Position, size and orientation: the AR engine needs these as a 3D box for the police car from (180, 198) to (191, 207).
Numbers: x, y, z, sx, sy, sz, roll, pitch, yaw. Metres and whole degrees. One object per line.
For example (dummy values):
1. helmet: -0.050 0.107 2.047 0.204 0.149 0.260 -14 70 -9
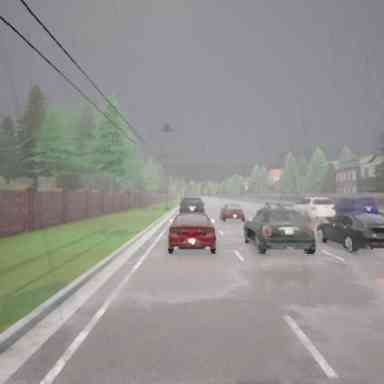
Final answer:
1. police car: -1.236 2.021 63.975 1.930 1.638 5.238 0 -1 0

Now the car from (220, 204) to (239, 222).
1. car: 3.499 1.800 29.374 1.812 1.442 4.674 0 0 0

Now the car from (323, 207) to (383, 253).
1. car: 7.001 1.642 14.289 1.837 1.490 4.892 0 0 0

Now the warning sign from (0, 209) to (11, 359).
1. warning sign: -3.051 1.152 3.870 1.300 1.860 1.060 0 -1 0

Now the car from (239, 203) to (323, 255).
1. car: 3.500 1.482 14.078 2.097 1.767 4.553 0 -1 0

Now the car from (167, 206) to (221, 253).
1. car: 0.002 1.613 14.478 1.882 1.535 5.008 0 0 0

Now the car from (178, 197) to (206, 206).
1. car: -0.004 1.487 29.015 2.150 2.045 5.566 0 0 0

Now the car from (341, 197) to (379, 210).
1. car: 13.996 1.487 29.013 2.150 2.045 5.566 0 0 0

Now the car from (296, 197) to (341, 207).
1. car: 10.496 1.487 29.013 2.150 2.045 5.566 0 0 0

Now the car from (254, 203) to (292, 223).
1. car: 6.998 1.766 29.283 2.128 1.511 4.902 0 0 0
